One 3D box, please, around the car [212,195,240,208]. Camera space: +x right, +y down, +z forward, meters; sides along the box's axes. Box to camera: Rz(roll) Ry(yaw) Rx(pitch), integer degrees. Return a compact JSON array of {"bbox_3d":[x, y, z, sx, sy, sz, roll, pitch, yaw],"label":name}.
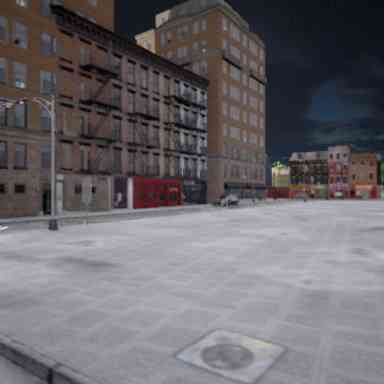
[{"bbox_3d":[4.516,1.156,44.506,2.097,1.767,4.553,0,0,36],"label":"car"}]
